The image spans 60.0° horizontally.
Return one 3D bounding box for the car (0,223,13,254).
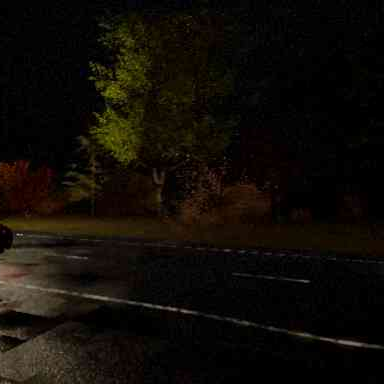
[{"bbox_3d":[-8.648,1.513,11.893,4.892,1.490,1.837,0,-1,24],"label":"car"}]
